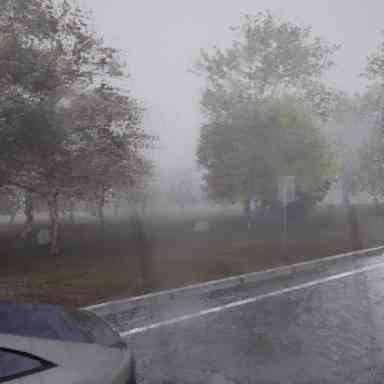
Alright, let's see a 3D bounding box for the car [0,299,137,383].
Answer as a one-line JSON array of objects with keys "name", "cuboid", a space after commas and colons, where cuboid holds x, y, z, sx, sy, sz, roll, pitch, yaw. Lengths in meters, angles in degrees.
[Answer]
[{"name": "car", "cuboid": [-2.451, 1.566, 2.242, 4.181, 1.385, 1.994, 0, 0, -35]}]
